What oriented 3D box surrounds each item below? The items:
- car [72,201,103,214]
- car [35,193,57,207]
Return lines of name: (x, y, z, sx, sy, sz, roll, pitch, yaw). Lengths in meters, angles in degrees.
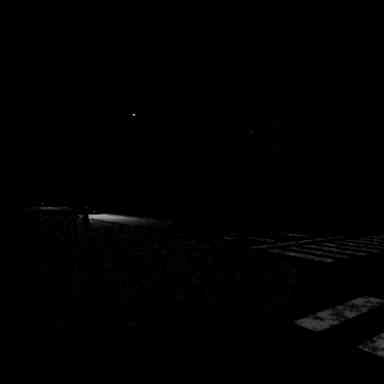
car: (-10.784, 1.559, 34.163, 1.895, 1.301, 4.718, 1, 0, -36)
car: (-21.878, 1.209, 49.608, 2.150, 2.045, 5.566, 1, 0, -36)
